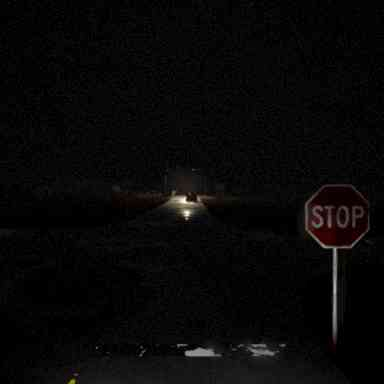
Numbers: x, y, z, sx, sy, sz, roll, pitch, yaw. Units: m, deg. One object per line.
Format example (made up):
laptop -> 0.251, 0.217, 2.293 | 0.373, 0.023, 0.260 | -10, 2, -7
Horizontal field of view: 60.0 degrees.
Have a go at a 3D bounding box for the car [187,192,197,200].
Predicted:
car -> -0.060, 0.874, 70.342 | 2.128, 1.511, 4.902 | 0, 1, 0

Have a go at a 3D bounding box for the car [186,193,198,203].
car -> -0.052, 0.974, 60.278 | 2.097, 1.767, 4.553 | 0, 1, 0
